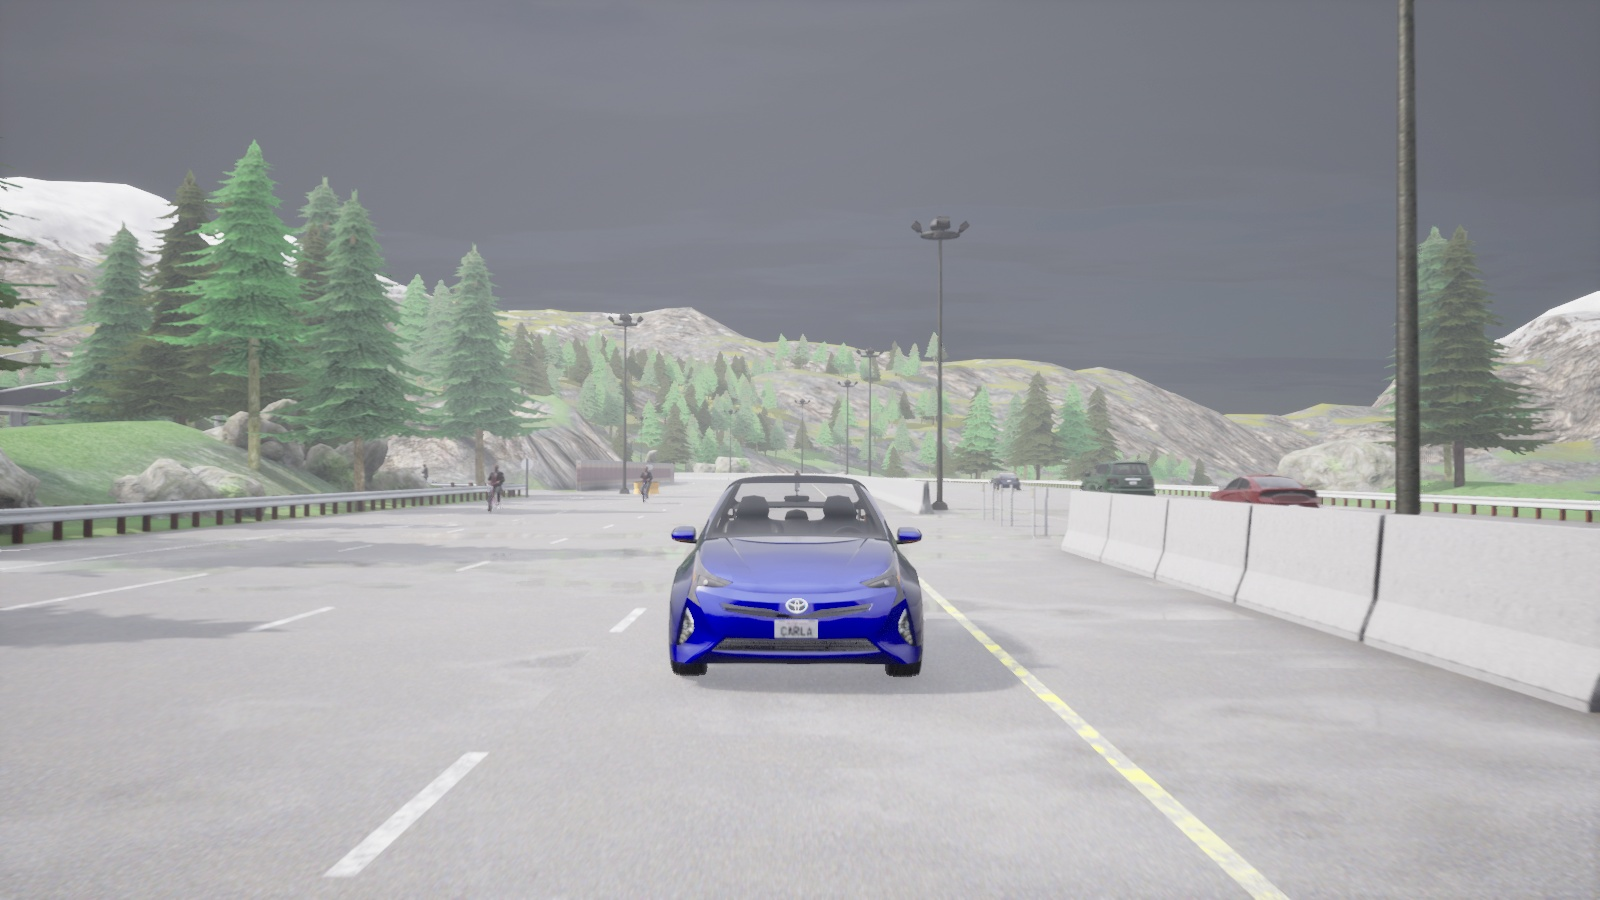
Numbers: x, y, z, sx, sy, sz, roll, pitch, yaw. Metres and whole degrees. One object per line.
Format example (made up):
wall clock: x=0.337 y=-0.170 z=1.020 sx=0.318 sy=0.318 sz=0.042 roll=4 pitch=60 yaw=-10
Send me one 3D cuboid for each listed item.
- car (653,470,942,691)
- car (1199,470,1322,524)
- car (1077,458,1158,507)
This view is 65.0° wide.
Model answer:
car: x=-0.023 y=0.946 z=10.978 sx=2.007 sy=1.525 sz=4.514 roll=0 pitch=-1 yaw=0
car: x=13.922 y=1.377 z=38.281 sx=1.882 sy=1.535 sz=5.008 roll=0 pitch=-1 yaw=0
car: x=13.887 y=1.404 z=55.307 sx=2.150 sy=2.045 sz=5.566 roll=0 pitch=-1 yaw=0
